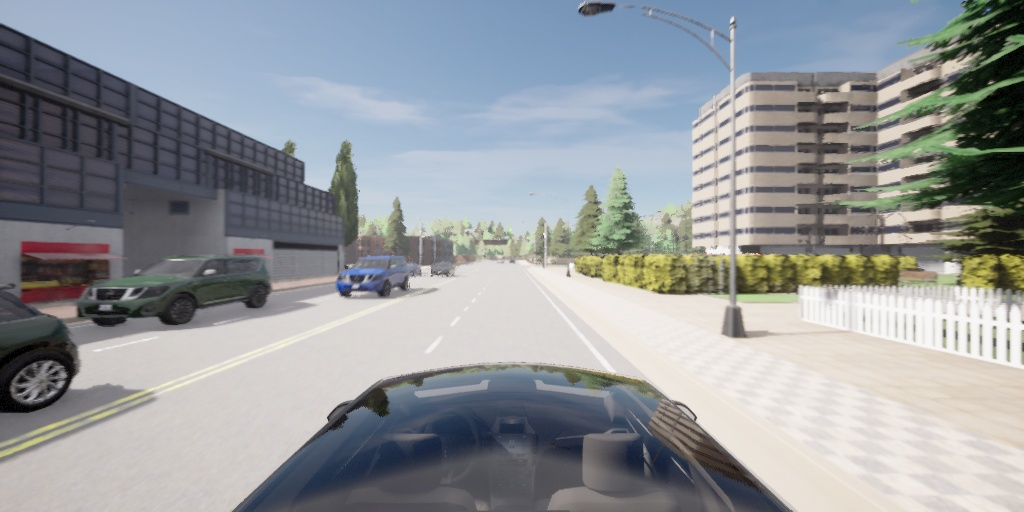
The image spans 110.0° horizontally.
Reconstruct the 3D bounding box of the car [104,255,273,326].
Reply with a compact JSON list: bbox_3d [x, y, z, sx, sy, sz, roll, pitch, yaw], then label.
[{"bbox_3d":[-10.604,0.984,12.048,2.150,2.045,5.566,0,0,-2],"label":"car"}]

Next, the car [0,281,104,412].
[{"bbox_3d":[-7.099,1.096,3.009,2.097,1.767,4.553,0,0,0],"label":"car"}]

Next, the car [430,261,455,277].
[{"bbox_3d":[-6.992,1.376,36.519,1.837,1.490,4.892,0,0,0],"label":"car"}]

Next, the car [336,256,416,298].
[{"bbox_3d":[-7.088,1.004,19.033,2.150,2.045,5.566,0,0,0],"label":"car"}]

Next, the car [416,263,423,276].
[{"bbox_3d":[-10.492,1.355,36.520,1.812,1.442,4.674,0,0,0],"label":"car"}]
